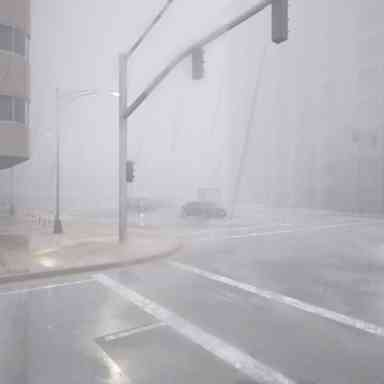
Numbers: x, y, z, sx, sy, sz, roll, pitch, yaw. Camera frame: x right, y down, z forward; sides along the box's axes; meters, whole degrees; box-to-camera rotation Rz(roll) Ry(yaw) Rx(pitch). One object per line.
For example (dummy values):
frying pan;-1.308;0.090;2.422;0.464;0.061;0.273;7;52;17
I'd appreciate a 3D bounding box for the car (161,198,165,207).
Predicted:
car;-6.205;1.547;43.963;2.033;1.411;5.357;0;0;-36

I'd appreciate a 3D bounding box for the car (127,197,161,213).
car;-5.828;1.351;37.192;2.097;1.767;4.553;0;0;-37

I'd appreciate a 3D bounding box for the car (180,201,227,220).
car;0.890;1.507;27.979;1.837;1.490;4.892;0;-1;-36

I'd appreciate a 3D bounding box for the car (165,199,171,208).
car;-4.746;1.564;47.893;1.994;1.385;4.181;0;0;-36
